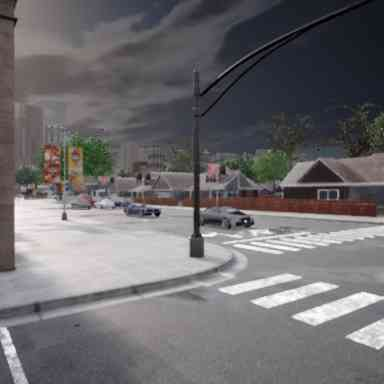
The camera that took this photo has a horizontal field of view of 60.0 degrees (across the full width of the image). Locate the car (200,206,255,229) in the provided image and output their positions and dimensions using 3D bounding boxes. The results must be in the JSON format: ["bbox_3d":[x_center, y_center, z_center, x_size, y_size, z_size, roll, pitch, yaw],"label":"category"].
[{"bbox_3d":[2.125,1.624,21.993,1.994,1.385,4.181,0,0,-36],"label":"car"}]

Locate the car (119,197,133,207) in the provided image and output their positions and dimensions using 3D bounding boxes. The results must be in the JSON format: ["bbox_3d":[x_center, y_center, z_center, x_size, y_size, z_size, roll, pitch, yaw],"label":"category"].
[{"bbox_3d":[-10.474,1.581,51.134,2.097,1.767,4.553,0,0,-35],"label":"car"}]

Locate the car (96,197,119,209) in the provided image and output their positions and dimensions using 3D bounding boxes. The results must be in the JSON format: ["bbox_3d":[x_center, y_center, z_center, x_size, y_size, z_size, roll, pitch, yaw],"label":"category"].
[{"bbox_3d":[-12.962,1.762,49.075,1.812,1.442,4.674,0,0,-35],"label":"car"}]

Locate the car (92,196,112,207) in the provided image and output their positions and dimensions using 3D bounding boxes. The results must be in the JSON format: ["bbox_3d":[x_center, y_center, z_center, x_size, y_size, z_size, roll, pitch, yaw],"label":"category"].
[{"bbox_3d":[-16.001,1.634,58.904,2.097,1.767,4.553,0,0,-35],"label":"car"}]

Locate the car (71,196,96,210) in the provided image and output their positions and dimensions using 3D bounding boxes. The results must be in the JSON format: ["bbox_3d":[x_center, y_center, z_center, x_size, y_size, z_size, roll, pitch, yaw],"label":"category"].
[{"bbox_3d":[-15.796,1.752,47.332,1.837,1.490,4.892,0,-1,-35],"label":"car"}]

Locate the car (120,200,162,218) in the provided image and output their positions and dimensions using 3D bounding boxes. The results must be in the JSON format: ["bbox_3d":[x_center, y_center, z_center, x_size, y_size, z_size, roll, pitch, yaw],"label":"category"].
[{"bbox_3d":[-4.756,1.735,31.680,1.895,1.301,4.718,0,0,-35],"label":"car"}]
